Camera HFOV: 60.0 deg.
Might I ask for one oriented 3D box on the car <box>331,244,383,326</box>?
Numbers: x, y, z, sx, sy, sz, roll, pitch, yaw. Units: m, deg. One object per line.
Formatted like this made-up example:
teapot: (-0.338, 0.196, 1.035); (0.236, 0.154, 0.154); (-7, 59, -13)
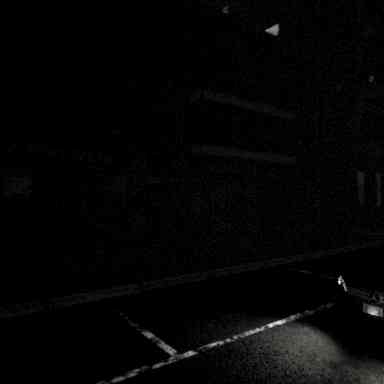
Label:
car: (4.622, 1.518, 6.365); (4.674, 1.442, 1.812); (0, 0, -35)
